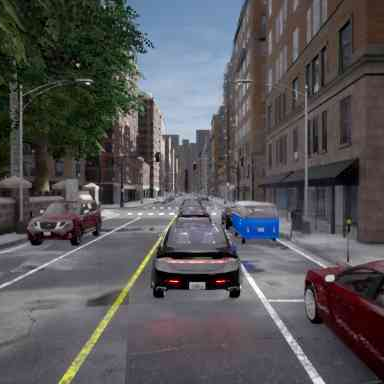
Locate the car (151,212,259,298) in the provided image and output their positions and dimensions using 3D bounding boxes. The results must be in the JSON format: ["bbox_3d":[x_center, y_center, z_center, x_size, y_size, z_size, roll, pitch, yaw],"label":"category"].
[{"bbox_3d":[0.097,1.490,8.476,2.128,1.511,4.902,0,0,0],"label":"car"}]

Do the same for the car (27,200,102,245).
[{"bbox_3d":[-5.675,1.310,15.533,2.192,1.841,5.009,0,0,0],"label":"car"}]

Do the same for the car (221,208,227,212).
[{"bbox_3d":[2.848,1.558,21.236,1.947,1.339,4.313,0,0,0],"label":"car"}]

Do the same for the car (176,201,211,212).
[{"bbox_3d":[0.092,1.485,18.415,2.128,1.511,4.902,0,0,0],"label":"car"}]

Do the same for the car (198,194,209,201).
[{"bbox_3d":[2.830,1.387,75.612,1.967,1.590,4.097,0,0,0],"label":"car"}]

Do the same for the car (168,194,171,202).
[{"bbox_3d":[-5.691,1.502,64.672,2.008,1.369,4.403,0,0,0],"label":"car"}]

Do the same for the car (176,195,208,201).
[{"bbox_3d":[-0.010,1.338,27.592,2.097,1.767,4.553,0,0,0],"label":"car"}]

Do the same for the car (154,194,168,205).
[{"bbox_3d":[-5.689,1.480,59.051,1.752,1.417,4.829,0,0,0],"label":"car"}]

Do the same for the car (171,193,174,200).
[{"bbox_3d":[-5.694,1.492,75.574,1.887,1.381,4.507,0,0,0],"label":"car"}]

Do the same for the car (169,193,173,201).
[{"bbox_3d":[-5.693,1.493,70.123,1.887,1.381,4.507,0,0,0],"label":"car"}]

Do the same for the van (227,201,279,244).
[{"bbox_3d":[2.849,1.336,15.575,1.690,1.788,3.998,0,0,0],"label":"van"}]

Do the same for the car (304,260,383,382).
[{"bbox_3d":[2.853,1.544,4.254,1.887,1.381,4.507,0,0,0],"label":"car"}]

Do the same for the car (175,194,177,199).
[{"bbox_3d":[-5.698,1.497,86.475,2.008,1.369,4.403,0,0,0],"label":"car"}]
